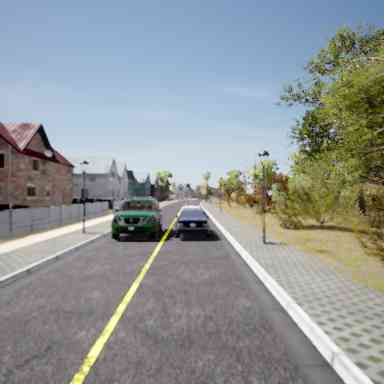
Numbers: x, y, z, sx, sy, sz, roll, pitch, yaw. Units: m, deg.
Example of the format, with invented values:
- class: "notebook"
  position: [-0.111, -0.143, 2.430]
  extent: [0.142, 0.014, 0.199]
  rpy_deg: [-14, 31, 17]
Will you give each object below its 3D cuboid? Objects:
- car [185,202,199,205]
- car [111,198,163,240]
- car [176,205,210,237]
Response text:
- class: "car"
  position: [-0.008, 1.842, 37.800]
  extent: [1.895, 1.301, 4.718]
  rpy_deg: [0, 0, 0]
- class: "car"
  position: [-2.799, 1.342, 18.089]
  extent: [2.150, 2.045, 5.566]
  rpy_deg: [0, 0, 0]
- class: "car"
  position: [0.043, 1.669, 18.841]
  extent: [2.033, 1.411, 5.357]
  rpy_deg: [0, 0, 0]
